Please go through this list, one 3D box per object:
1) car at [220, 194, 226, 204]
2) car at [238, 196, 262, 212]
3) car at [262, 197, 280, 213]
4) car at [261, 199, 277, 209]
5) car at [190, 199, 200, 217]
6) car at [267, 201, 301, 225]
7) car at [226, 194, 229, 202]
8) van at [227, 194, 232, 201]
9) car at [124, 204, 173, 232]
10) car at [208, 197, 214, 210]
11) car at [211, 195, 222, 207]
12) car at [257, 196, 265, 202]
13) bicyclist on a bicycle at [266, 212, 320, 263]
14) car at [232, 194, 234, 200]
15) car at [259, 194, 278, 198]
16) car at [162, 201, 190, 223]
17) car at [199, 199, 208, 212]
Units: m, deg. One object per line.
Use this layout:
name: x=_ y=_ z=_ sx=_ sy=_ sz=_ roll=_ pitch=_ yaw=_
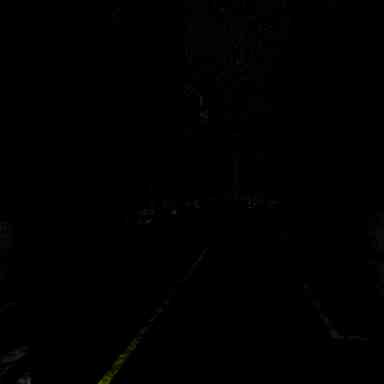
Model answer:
car: x=4.207 y=1.387 z=58.829 sx=2.192 sy=1.841 sz=5.009 roll=0 pitch=0 yaw=10
car: x=6.839 y=1.526 z=39.415 sx=2.128 sy=1.511 sz=4.902 roll=0 pitch=0 yaw=10
car: x=8.691 y=1.573 z=35.127 sx=1.887 sy=1.381 sz=4.507 roll=0 pitch=0 yaw=10
car: x=10.646 y=1.615 z=46.234 sx=1.947 sy=1.339 sz=4.313 roll=0 pitch=0 yaw=10
car: x=-0.681 y=1.601 z=31.057 sx=1.802 sy=1.307 sz=4.206 roll=0 pitch=0 yaw=10
car: x=6.737 y=1.578 z=24.020 sx=1.947 sy=1.339 sz=4.313 roll=0 pitch=0 yaw=10
car: x=6.162 y=1.680 z=69.935 sx=1.802 sy=1.307 sz=4.206 roll=0 pitch=0 yaw=10
van: x=8.116 y=1.481 z=81.045 sx=1.690 sy=1.788 sz=3.998 roll=0 pitch=0 yaw=10
car: x=-2.636 y=1.588 z=19.949 sx=1.802 sy=1.307 sz=4.206 roll=0 pitch=0 yaw=10
car: x=1.274 y=1.603 z=42.166 sx=1.947 sy=1.339 sz=4.313 roll=0 pitch=0 yaw=10
car: x=3.229 y=1.605 z=53.274 sx=1.887 sy=1.381 sz=4.507 roll=0 pitch=0 yaw=10
car: x=16.510 y=1.722 z=79.554 sx=1.802 sy=1.307 sz=4.206 roll=0 pitch=0 yaw=10
bicyclist on a bicycle: x=3.170 y=1.450 z=10.552 sx=1.656 sy=1.620 sz=0.582 roll=-2 pitch=0 yaw=10
car: x=9.094 y=1.603 z=86.599 sx=1.967 sy=1.590 sz=4.097 roll=0 pitch=0 yaw=10
car: x=9.669 y=1.353 z=40.682 sx=2.192 sy=1.841 sz=5.009 roll=0 pitch=0 yaw=10
car: x=-1.658 y=1.451 z=25.503 sx=1.967 sy=1.590 sz=4.097 roll=0 pitch=0 yaw=10
car: x=0.267 y=1.552 z=36.443 sx=1.752 sy=1.417 sz=4.829 roll=0 pitch=0 yaw=10
